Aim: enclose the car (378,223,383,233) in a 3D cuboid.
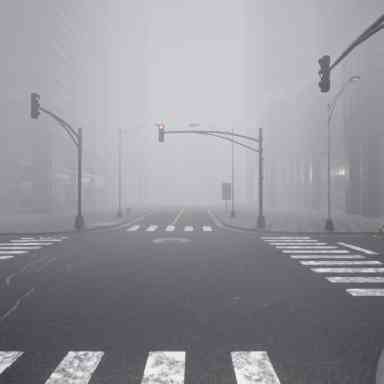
[{"bbox_3d":[11.758,1.564,16.205,4.829,1.417,1.752,0,-1,0],"label":"car"}]
